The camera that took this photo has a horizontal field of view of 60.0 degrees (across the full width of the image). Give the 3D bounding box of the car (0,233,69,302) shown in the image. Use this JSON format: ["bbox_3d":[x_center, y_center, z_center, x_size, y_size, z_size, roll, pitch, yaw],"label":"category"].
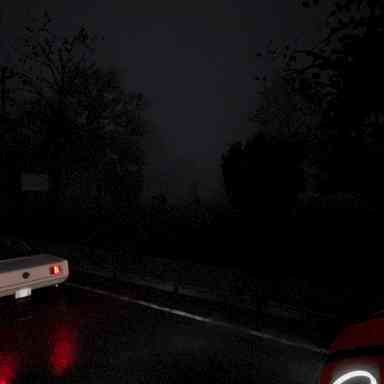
[{"bbox_3d":[-4.960,1.601,7.515,4.718,1.301,1.895,0,0,35],"label":"car"}]

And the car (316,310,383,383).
[{"bbox_3d":[3.066,1.352,1.842,4.553,1.767,2.097,0,0,35],"label":"car"}]
